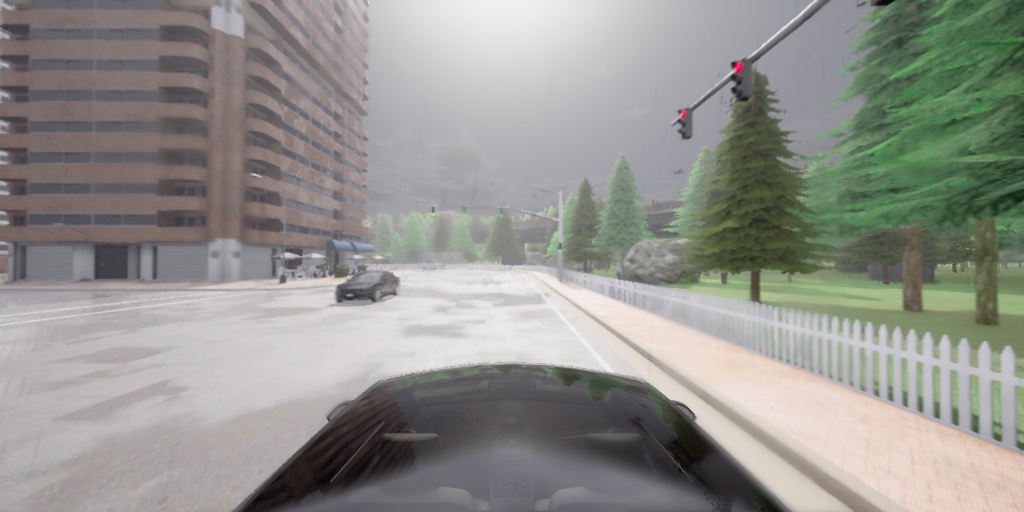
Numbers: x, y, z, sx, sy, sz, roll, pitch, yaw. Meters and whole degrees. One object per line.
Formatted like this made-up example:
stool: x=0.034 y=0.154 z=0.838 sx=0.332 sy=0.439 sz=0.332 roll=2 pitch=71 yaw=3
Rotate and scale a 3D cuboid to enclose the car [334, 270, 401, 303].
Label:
car: x=-7.161 y=1.483 z=18.284 sx=1.882 sy=1.535 sz=5.008 roll=0 pitch=-1 yaw=-1
